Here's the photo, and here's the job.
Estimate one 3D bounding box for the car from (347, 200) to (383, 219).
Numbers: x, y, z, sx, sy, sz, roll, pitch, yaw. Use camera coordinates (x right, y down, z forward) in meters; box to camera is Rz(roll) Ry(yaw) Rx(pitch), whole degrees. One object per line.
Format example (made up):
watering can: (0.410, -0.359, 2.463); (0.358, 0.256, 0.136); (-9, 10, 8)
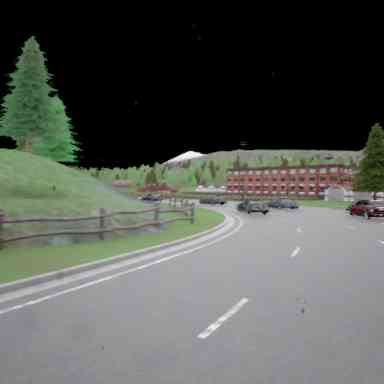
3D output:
car: (15.988, 1.468, 30.262); (2.097, 1.767, 4.553); (1, 0, -1)

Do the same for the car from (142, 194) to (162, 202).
car: (-7.033, 1.008, 58.300); (1.812, 1.442, 4.674); (1, 0, -42)

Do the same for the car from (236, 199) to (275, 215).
car: (5.867, 1.447, 32.835); (2.033, 1.411, 5.357); (1, 0, -9)

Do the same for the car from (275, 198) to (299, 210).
car: (11.183, 1.495, 41.905); (2.033, 1.411, 5.357); (1, 0, -19)

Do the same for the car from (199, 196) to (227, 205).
car: (3.246, 1.280, 51.007); (2.033, 1.411, 5.357); (1, 0, -31)
